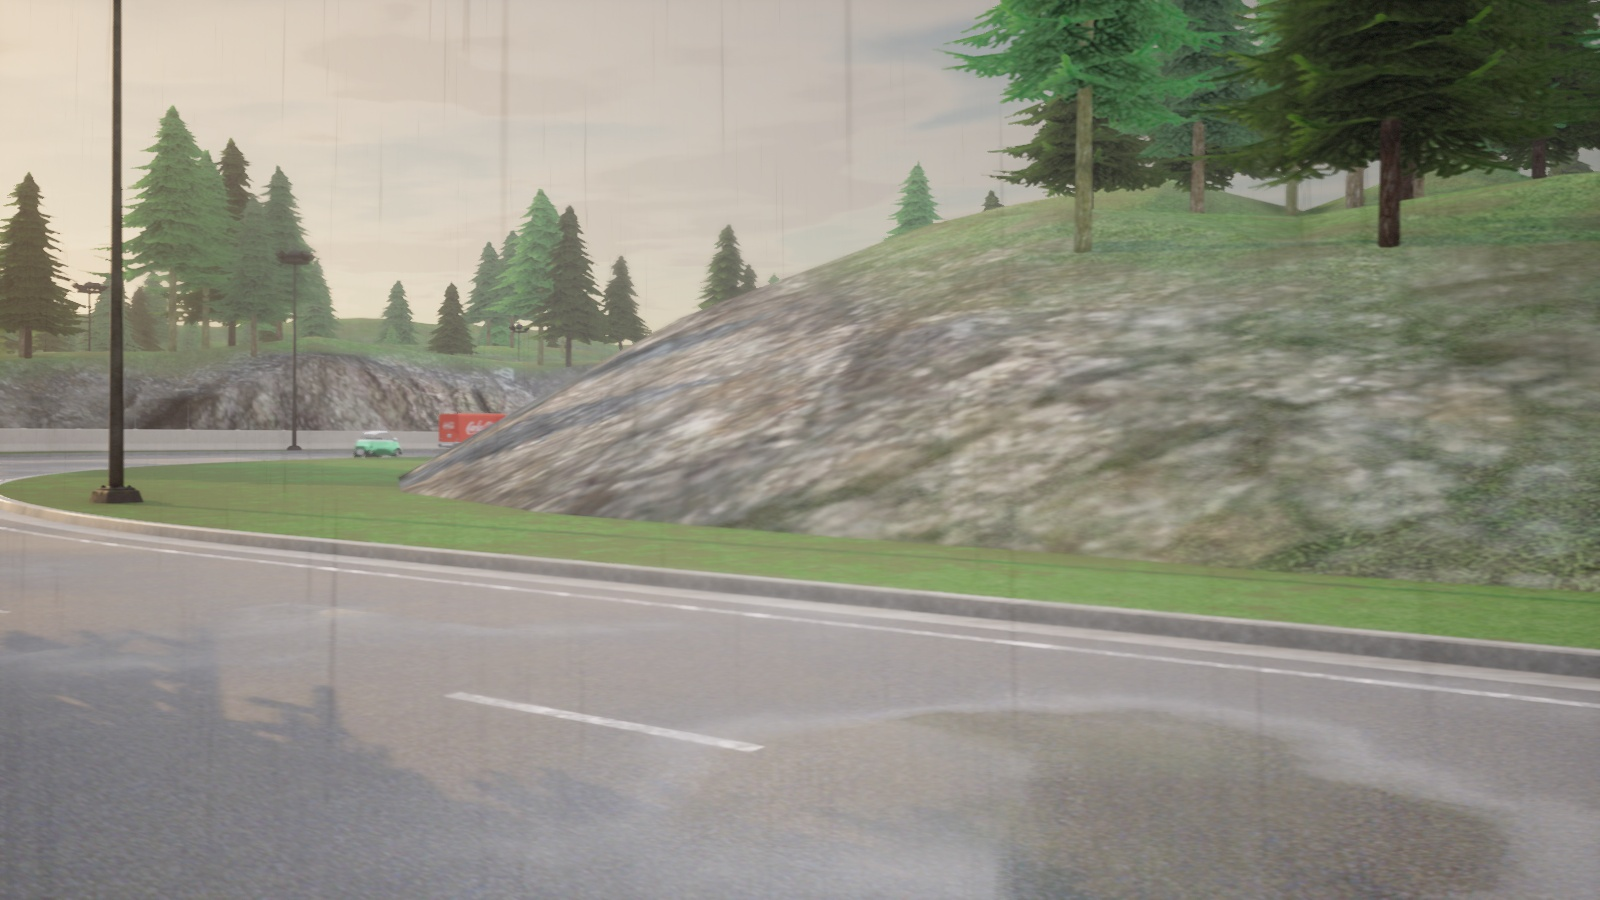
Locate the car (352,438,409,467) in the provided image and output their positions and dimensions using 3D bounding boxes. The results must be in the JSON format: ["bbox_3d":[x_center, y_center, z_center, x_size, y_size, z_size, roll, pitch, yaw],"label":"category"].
[{"bbox_3d":[-20.750,0.126,62.150,1.481,1.376,2.207,-1,1,27],"label":"car"}]

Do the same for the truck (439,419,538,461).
[{"bbox_3d":[-18.979,-0.629,76.624,2.627,2.467,5.204,0,1,44],"label":"truck"}]
